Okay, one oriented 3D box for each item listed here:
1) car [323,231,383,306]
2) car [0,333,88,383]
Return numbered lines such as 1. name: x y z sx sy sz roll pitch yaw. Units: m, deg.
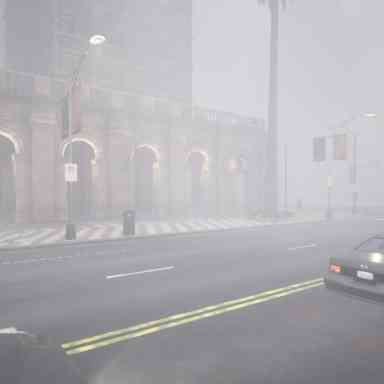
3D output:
1. car: 5.170 1.547 7.464 5.357 1.411 2.033 0 0 -35
2. car: -3.163 1.547 1.484 5.357 1.411 2.033 0 0 -36
